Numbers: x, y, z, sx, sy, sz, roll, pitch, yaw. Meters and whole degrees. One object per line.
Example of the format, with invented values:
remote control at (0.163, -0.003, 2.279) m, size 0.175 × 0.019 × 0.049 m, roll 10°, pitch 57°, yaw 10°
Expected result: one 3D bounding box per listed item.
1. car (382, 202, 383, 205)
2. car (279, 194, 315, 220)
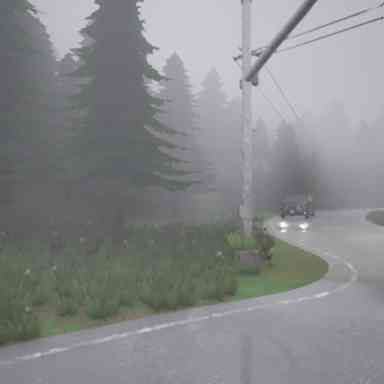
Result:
car at (27.039, 1.395, 43.616) m, size 4.674 × 1.442 × 1.812 m, roll 0°, pitch 0°, yaw -26°
car at (9.006, 1.166, 28.203) m, size 2.150 × 2.045 × 5.566 m, roll 0°, pitch 0°, yaw 27°
